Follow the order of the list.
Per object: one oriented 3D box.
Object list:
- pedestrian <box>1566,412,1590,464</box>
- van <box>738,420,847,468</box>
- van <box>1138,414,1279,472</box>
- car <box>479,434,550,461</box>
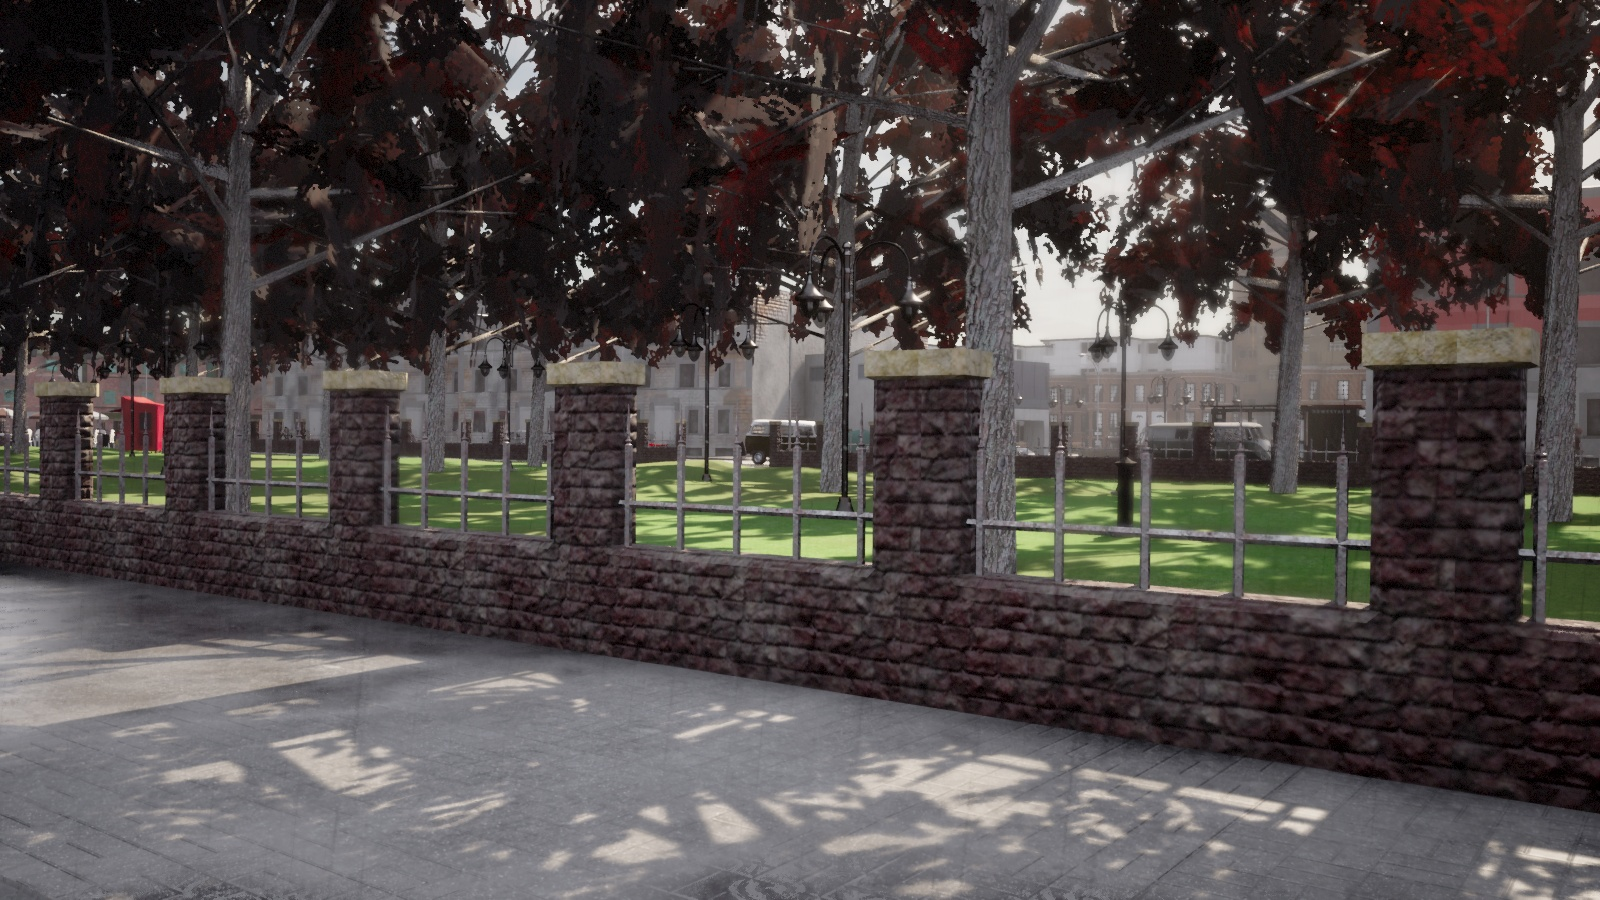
[{"bbox_3d":[28.346,-0.440,45.742,0.720,1.854,0.376,0,1,35],"label":"pedestrian"},{"bbox_3d":[-0.366,-0.310,55.842,4.480,2.038,2.069,1,2,36],"label":"van"},{"bbox_3d":[14.553,-0.260,44.835,4.442,1.987,1.775,0,1,36],"label":"van"},{"bbox_3d":[-16.533,-0.146,72.719,3.806,1.475,1.970,0,1,36],"label":"car"}]
